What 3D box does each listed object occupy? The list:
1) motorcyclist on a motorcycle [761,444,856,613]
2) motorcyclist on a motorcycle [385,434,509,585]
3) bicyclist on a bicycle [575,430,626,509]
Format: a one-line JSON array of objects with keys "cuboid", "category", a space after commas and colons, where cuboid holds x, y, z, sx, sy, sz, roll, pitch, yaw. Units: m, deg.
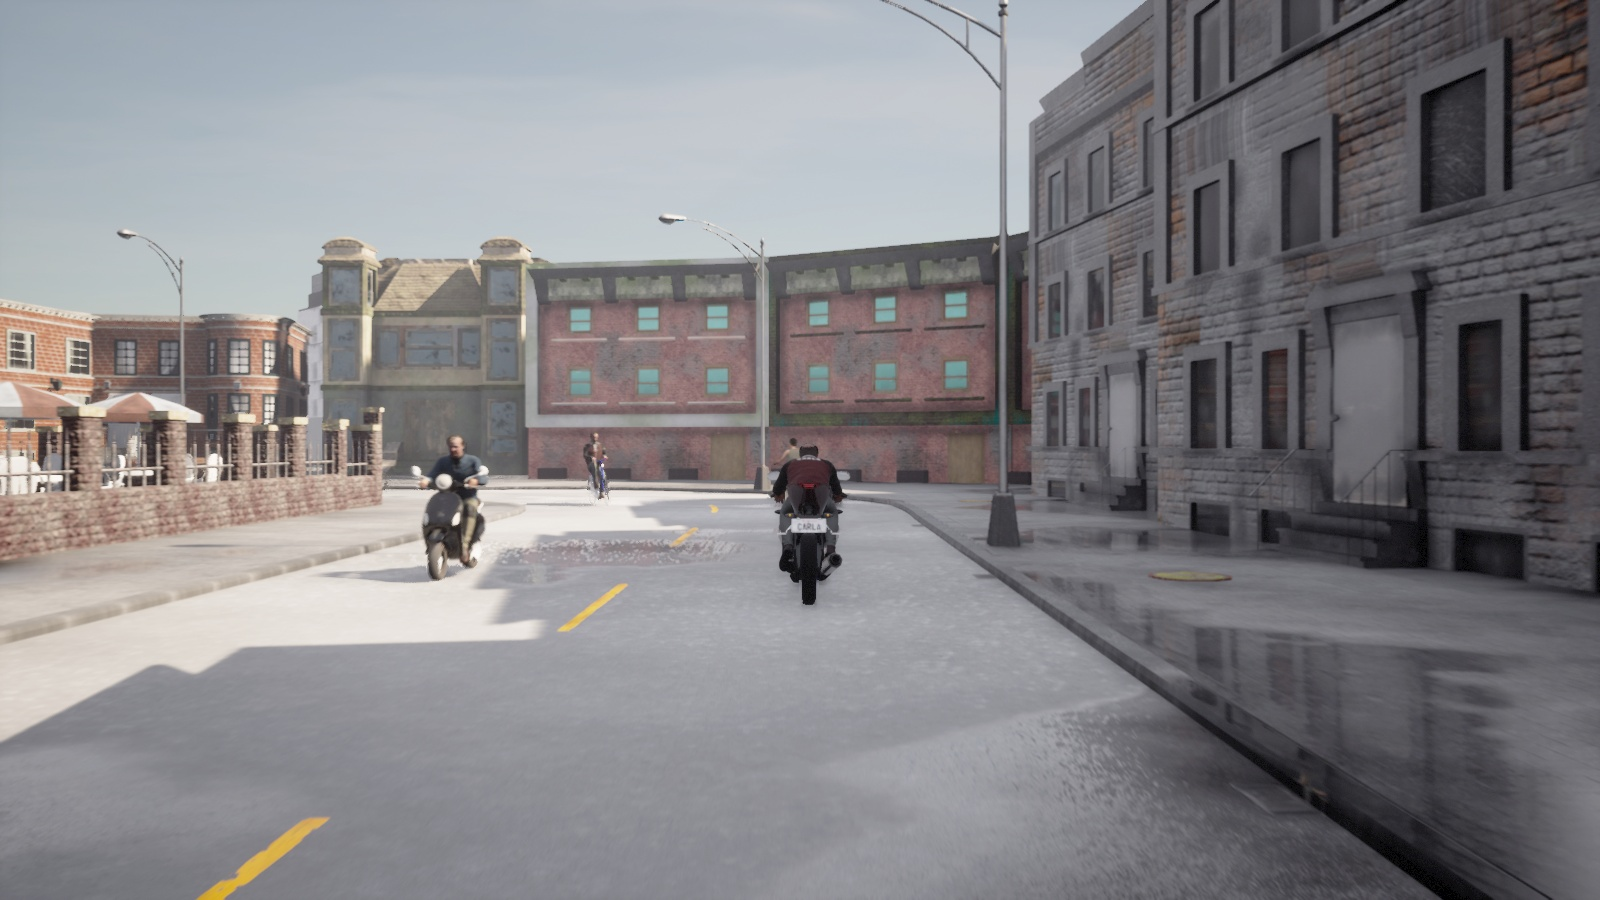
[{"cuboid": [0.086, 0.711, 12.538, 0.866, 1.530, 2.191, 0, 0, 0], "category": "motorcyclist on a motorcycle"}, {"cuboid": [-3.907, 0.617, 14.069, 0.866, 1.590, 1.817, 0, 0, 0], "category": "motorcyclist on a motorcycle"}, {"cuboid": [-4.727, 0.447, 29.676, 0.659, 1.776, 1.843, -3, 1, -24], "category": "bicyclist on a bicycle"}]
